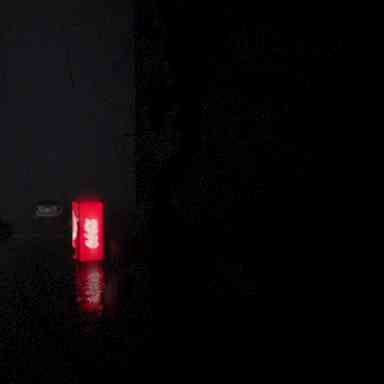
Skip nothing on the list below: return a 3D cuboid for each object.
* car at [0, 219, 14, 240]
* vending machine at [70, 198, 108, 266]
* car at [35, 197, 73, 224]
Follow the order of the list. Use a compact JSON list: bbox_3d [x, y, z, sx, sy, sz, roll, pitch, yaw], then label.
[{"bbox_3d":[-9.505,1.677,14.653,2.033,1.411,5.357,0,0,-14],"label":"car"},{"bbox_3d":[-3.448,1.274,11.091,1.100,2.100,0.880,0,0,-26],"label":"vending machine"},{"bbox_3d":[-11.039,1.431,27.489,2.150,2.045,5.566,0,0,-5],"label":"car"}]
